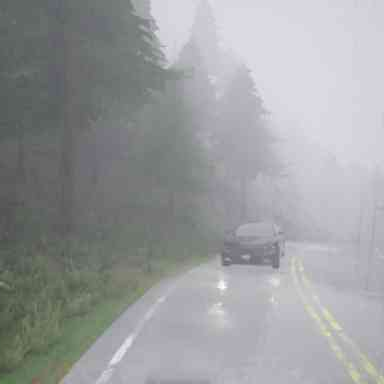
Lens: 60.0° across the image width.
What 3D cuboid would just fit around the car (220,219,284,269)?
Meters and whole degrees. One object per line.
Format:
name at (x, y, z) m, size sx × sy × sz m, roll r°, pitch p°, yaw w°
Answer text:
car at (2.406, 1.808, 12.502) m, size 1.882 × 1.535 × 5.008 m, roll -1°, pitch -3°, yaw 18°
